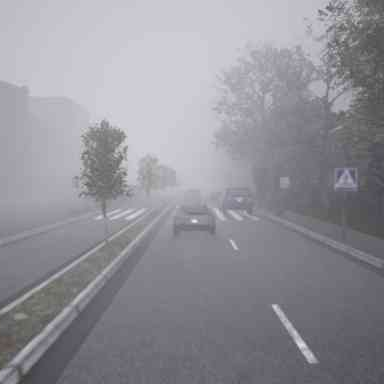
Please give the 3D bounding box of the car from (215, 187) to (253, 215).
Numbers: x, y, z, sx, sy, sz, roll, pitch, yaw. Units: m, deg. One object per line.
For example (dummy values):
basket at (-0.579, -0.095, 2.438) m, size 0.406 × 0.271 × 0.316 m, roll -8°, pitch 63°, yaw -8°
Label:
car at (3.252, 0.588, 25.463) m, size 2.150 × 2.045 × 5.566 m, roll 0°, pitch 2°, yaw 0°

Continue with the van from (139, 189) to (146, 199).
van at (-8.080, -0.001, 46.233) m, size 1.878 × 1.987 × 4.442 m, roll 0°, pitch 2°, yaw 0°

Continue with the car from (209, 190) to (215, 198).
car at (3.257, 0.431, 43.246) m, size 1.895 × 1.301 × 4.718 m, roll 0°, pitch 2°, yaw 0°

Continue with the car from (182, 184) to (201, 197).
car at (0.107, 0.206, 42.474) m, size 2.097 × 1.767 × 4.553 m, roll 0°, pitch 2°, yaw 0°

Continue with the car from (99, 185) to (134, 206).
car at (-8.143, 0.308, 35.233) m, size 2.435 × 2.045 × 5.566 m, roll 0°, pitch 2°, yaw 0°

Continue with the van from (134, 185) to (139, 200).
van at (-8.113, 0.169, 40.689) m, size 1.878 × 1.987 × 4.442 m, roll 0°, pitch 2°, yaw 0°

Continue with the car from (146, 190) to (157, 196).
car at (-8.017, -0.380, 57.407) m, size 2.435 × 2.045 × 5.566 m, roll 0°, pitch 2°, yaw 0°

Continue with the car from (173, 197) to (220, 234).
car at (0.103, 1.187, 16.635) m, size 1.994 × 1.385 × 4.181 m, roll 0°, pitch 2°, yaw 0°
